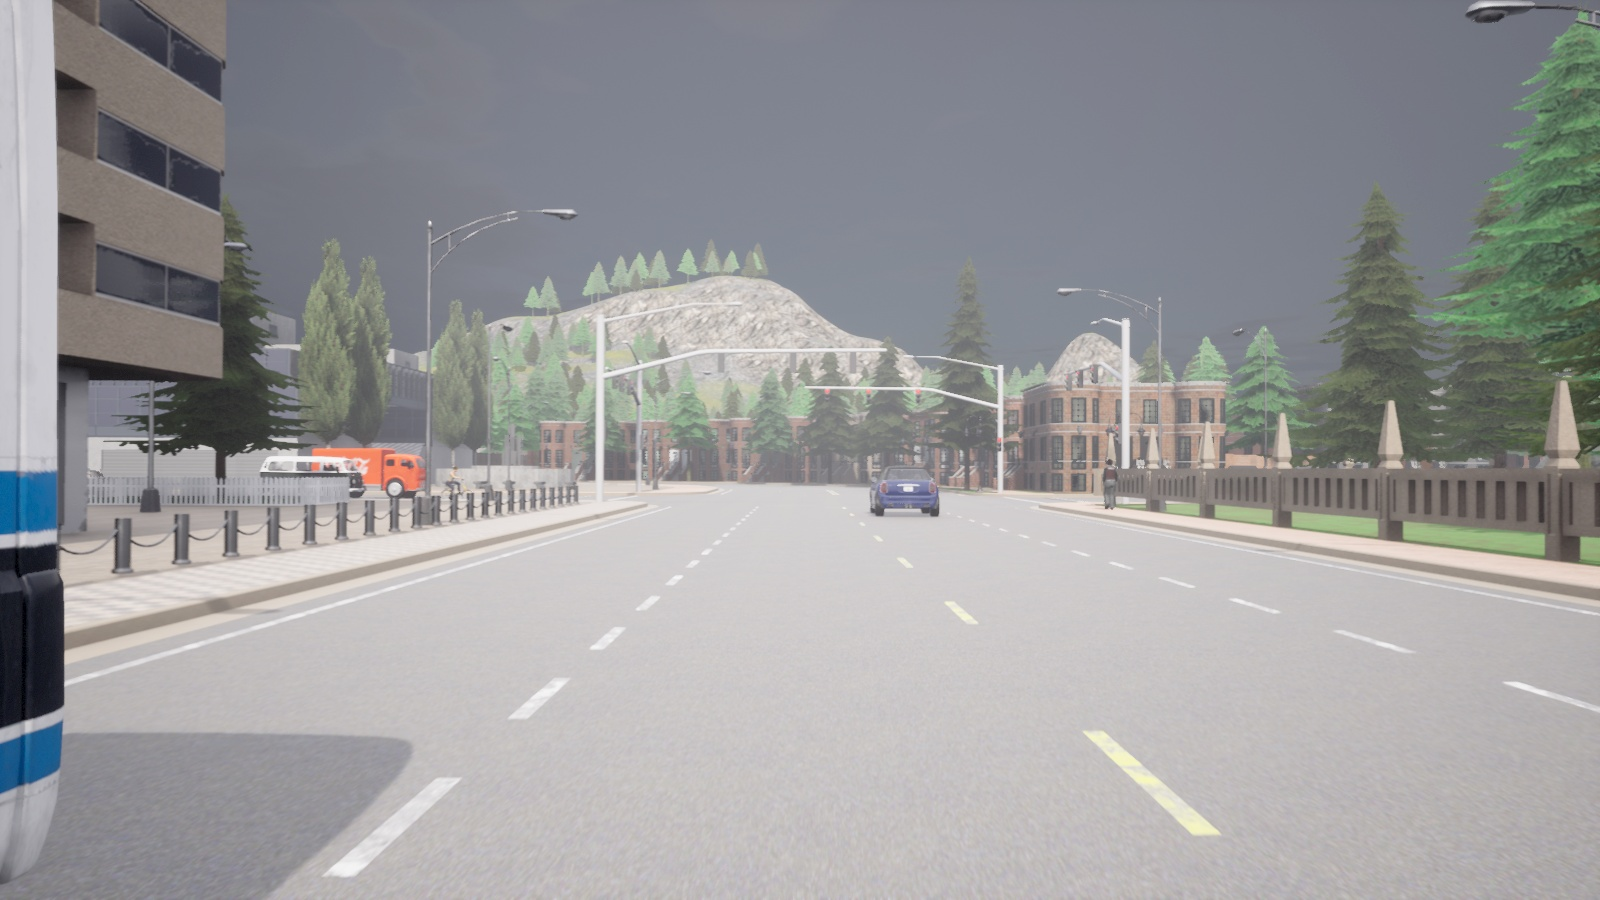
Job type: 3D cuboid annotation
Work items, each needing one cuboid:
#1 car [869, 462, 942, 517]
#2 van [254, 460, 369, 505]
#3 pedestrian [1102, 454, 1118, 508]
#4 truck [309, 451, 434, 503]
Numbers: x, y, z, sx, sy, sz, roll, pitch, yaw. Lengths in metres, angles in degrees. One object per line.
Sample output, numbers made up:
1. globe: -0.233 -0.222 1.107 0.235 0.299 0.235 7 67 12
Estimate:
1. car: 3.546 1.300 42.935 2.097 1.767 4.553 0 -1 0
2. van: -22.557 1.487 58.101 4.480 2.038 2.069 0 -1 0
3. pedestrian: 11.056 1.101 44.815 0.402 1.930 0.666 0 -1 0
4. truck: -20.950 1.323 61.608 5.204 2.467 2.627 0 -1 0
